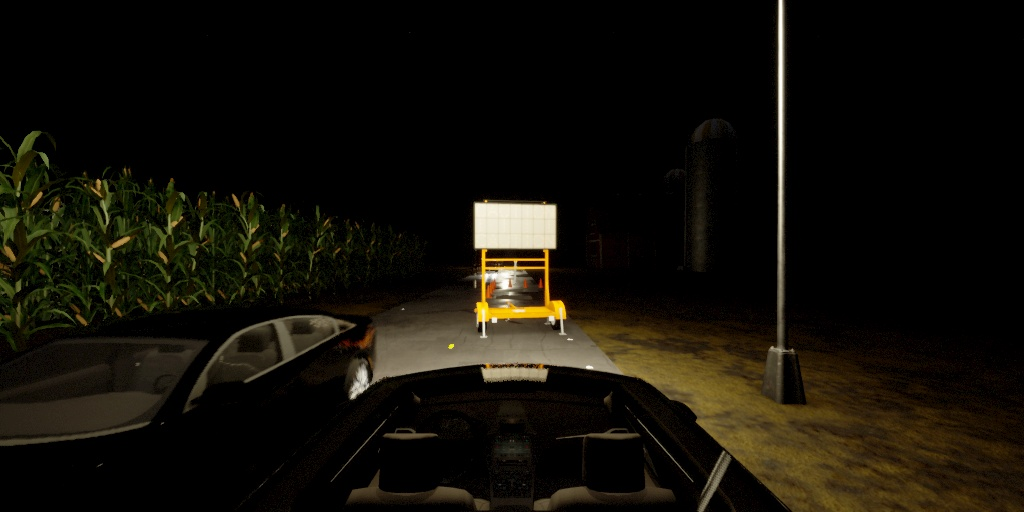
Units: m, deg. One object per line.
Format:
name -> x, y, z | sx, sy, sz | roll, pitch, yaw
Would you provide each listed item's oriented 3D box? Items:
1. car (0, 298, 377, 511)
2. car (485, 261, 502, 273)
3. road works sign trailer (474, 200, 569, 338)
car -> -2.841, 1.227, 3.046 | 1.882, 1.535, 5.008 | 0, 0, 0
car -> -2.767, 1.408, 46.128 | 2.128, 1.511, 4.902 | 0, 0, 0
road works sign trailer -> 0.076, 0.219, 10.317 | 2.380, 3.560, 2.880 | 0, 0, -9
